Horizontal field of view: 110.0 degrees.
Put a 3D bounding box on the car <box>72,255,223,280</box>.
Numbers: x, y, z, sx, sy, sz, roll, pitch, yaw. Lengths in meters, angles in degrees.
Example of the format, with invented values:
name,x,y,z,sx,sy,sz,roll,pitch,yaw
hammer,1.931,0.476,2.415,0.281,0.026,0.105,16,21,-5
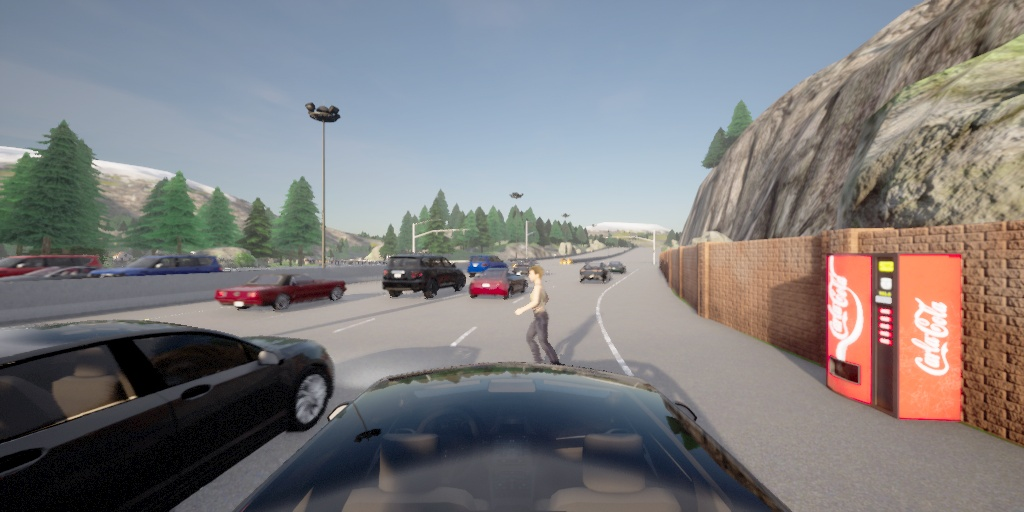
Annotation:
name,x,y,z,sx,sy,sz,roll,pitch,yaw
car,-18.706,0.964,19.186,2.150,2.045,5.566,0,0,14

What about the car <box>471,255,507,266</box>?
name,x,y,z,sx,sy,sz,roll,pitch,yaw
car,-2.202,0.957,34.036,2.150,2.045,5.566,0,0,22

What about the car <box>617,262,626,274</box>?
name,x,y,z,sx,sy,sz,roll,pitch,yaw
car,11.651,1.297,40.281,1.994,1.385,4.181,0,0,22

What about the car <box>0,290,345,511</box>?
name,x,y,z,sx,sy,sz,roll,pitch,yaw
car,-3.260,1.252,2.691,1.837,1.490,4.892,0,-1,2

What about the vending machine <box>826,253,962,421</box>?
name,x,y,z,sx,sy,sz,roll,pitch,yaw
vending machine,5.134,0.944,4.890,1.100,2.100,0.880,0,0,5

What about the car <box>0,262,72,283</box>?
name,x,y,z,sx,sy,sz,roll,pitch,yaw
car,-22.502,1.234,18.037,2.128,1.511,4.902,0,0,13

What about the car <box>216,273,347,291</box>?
name,x,y,z,sx,sy,sz,roll,pitch,yaw
car,-8.875,1.345,14.414,1.895,1.301,4.718,0,0,11

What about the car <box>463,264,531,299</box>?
name,x,y,z,sx,sy,sz,roll,pitch,yaw
car,-0.607,1.307,18.291,1.994,1.385,4.181,0,0,17

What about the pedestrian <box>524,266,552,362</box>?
name,x,y,z,sx,sy,sz,roll,pitch,yaw
pedestrian,0.451,1.042,6.085,0.375,1.860,0.375,0,0,6

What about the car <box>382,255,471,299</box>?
name,x,y,z,sx,sy,sz,roll,pitch,yaw
car,-4.311,0.963,18.398,2.150,2.045,5.566,0,0,16

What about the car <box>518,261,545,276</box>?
name,x,y,z,sx,sy,sz,roll,pitch,yaw
car,1.719,1.227,34.361,2.128,1.511,4.902,0,0,22

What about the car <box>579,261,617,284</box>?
name,x,y,z,sx,sy,sz,roll,pitch,yaw
car,6.419,1.230,27.364,2.128,1.511,4.902,0,0,22

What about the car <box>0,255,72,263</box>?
name,x,y,z,sx,sy,sz,roll,pitch,yaw
car,-25.848,0.963,19.272,2.150,2.045,5.566,0,0,13
